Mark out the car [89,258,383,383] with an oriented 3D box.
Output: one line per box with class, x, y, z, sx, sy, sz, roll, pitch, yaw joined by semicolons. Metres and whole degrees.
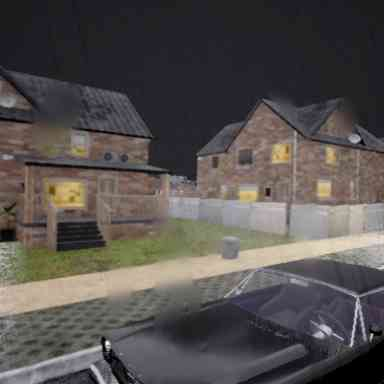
car;1.342;1.588;3.903;4.718;1.301;1.895;0;0;-35
